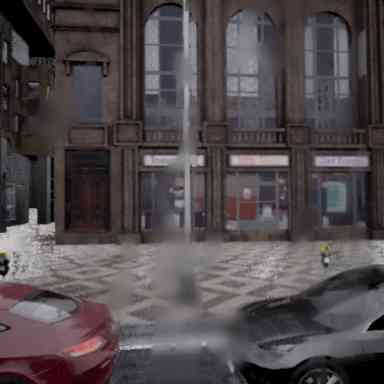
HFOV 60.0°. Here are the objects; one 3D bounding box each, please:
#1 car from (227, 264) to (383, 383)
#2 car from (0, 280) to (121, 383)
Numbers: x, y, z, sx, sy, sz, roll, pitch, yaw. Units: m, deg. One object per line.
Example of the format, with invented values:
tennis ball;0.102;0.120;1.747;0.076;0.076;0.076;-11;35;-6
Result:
car;2.635;1.678;4.291;4.313;1.339;1.947;0;-2;-6
car;-2.958;1.719;3.750;4.206;1.307;1.802;0;-2;-6
